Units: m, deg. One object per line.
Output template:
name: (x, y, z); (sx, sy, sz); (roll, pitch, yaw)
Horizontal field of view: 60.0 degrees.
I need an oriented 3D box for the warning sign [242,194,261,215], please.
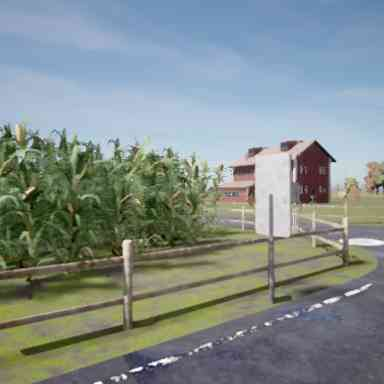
warning sign: (5.399, 1.085, 30.130); (1.300, 1.860, 1.060); (0, 0, -36)
